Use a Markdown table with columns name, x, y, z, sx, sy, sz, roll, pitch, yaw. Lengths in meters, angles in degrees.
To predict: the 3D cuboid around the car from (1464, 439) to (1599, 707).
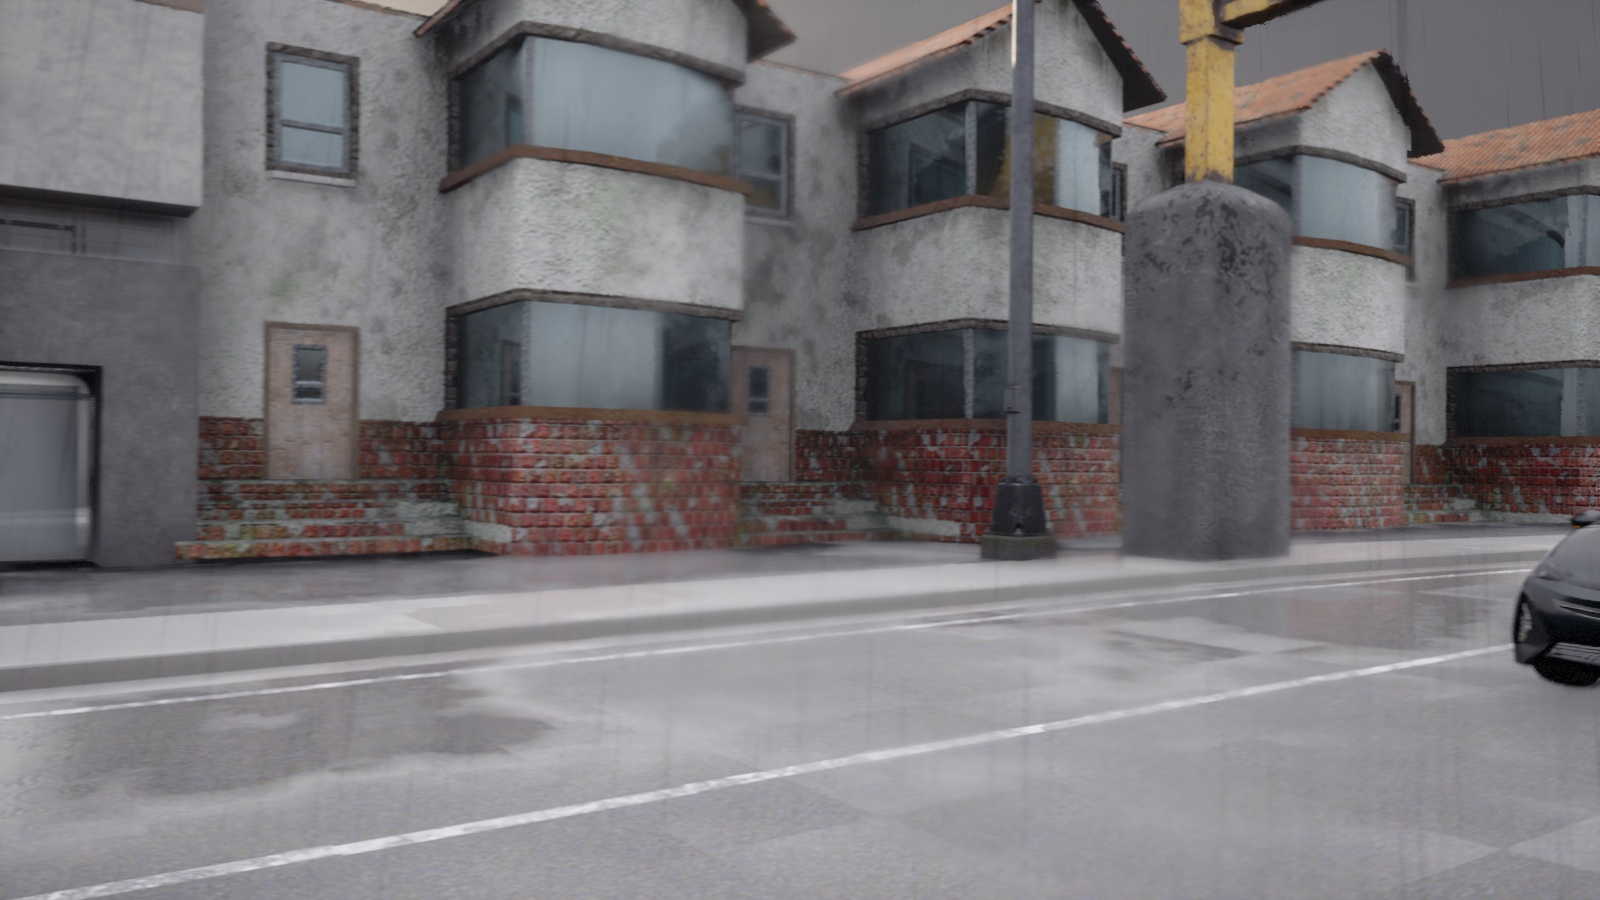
| name | x | y | z | sx | sy | sz | roll | pitch | yaw |
| --- | --- | --- | --- | --- | --- | --- | --- | --- | --- |
| car | 6.563 | 0.699 | 8.202 | 4.514 | 1.525 | 2.007 | 0 | 0 | -33 |
